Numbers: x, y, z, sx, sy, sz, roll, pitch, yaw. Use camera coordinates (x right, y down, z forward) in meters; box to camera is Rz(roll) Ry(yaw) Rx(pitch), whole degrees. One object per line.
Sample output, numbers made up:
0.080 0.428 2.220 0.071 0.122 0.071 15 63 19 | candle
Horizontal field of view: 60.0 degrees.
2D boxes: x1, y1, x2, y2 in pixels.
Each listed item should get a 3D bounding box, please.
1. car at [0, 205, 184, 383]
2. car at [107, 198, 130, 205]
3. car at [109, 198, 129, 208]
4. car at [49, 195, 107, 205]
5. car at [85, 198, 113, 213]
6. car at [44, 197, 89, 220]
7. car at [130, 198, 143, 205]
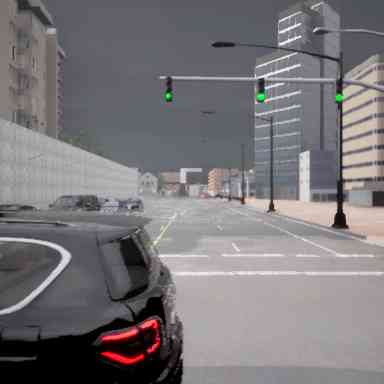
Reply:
-2.860 1.215 3.123 5.566 2.045 2.150 0 0 0 | car
-7.076 1.507 29.677 1.812 1.442 4.674 0 0 0 | car
-10.521 1.571 48.354 1.895 1.301 4.718 0 0 1 | car
-7.079 1.207 20.037 2.150 2.045 5.566 0 0 0 | car
-10.565 1.479 38.294 1.837 1.490 4.892 0 0 0 | car
-10.578 1.331 28.476 2.097 1.767 4.553 0 0 0 | car
-7.061 1.468 40.020 2.128 1.511 4.902 0 0 0 | car
